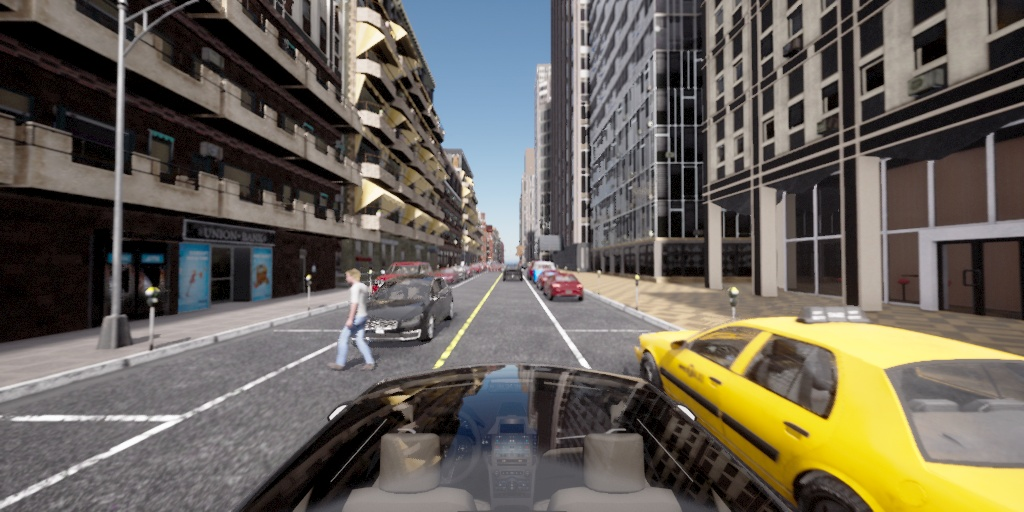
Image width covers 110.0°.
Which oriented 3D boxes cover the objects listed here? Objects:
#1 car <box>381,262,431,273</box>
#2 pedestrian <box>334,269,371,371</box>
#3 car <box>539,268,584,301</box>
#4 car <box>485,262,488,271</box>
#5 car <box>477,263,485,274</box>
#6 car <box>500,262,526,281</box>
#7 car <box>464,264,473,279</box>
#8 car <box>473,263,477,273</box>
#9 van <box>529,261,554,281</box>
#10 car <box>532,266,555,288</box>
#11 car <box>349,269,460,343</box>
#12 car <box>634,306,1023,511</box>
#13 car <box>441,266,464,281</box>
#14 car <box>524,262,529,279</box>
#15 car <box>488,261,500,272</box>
[{"bbox_3d":[-5.321,1.230,18.240,2.192,1.841,5.009,0,0,0],"label":"car"},{"bbox_3d":[-2.823,1.089,6.367,0.375,1.860,0.375,1,-1,0],"label":"pedestrian"},{"bbox_3d":[2.560,1.497,18.254,1.802,1.307,4.207,0,0,0],"label":"car"},{"bbox_3d":[-5.337,1.778,56.988,1.967,1.591,4.097,0,0,0],"label":"car"},{"bbox_3d":[-5.335,1.820,51.453,1.888,1.381,4.507,0,0,0],"label":"car"},{"bbox_3d":[0.077,1.591,34.341,1.837,1.490,4.892,0,-1,0],"label":"car"},{"bbox_3d":[-5.328,1.642,34.845,2.007,1.370,4.403,0,0,0],"label":"car"},{"bbox_3d":[-5.330,1.734,40.382,1.802,1.307,4.207,0,0,0],"label":"car"},{"bbox_3d":[2.555,1.372,29.323,1.690,1.789,3.998,0,0,0],"label":"van"},{"bbox_3d":[2.557,1.555,23.790,1.802,1.307,4.207,0,0,0],"label":"car"},{"bbox_3d":[-2.850,1.332,10.182,1.837,1.490,4.892,0,1,0],"label":"car"},{"bbox_3d":[2.750,1.222,3.366,1.801,1.575,5.366,0,-1,0],"label":"car"},{"bbox_3d":[-5.326,1.614,29.310,1.802,1.307,4.207,0,0,0],"label":"car"},{"bbox_3d":[2.552,1.406,34.859,2.192,1.841,5.009,0,0,0],"label":"car"},{"bbox_3d":[-2.803,1.717,59.474,2.097,1.767,4.553,0,-1,0],"label":"car"}]
